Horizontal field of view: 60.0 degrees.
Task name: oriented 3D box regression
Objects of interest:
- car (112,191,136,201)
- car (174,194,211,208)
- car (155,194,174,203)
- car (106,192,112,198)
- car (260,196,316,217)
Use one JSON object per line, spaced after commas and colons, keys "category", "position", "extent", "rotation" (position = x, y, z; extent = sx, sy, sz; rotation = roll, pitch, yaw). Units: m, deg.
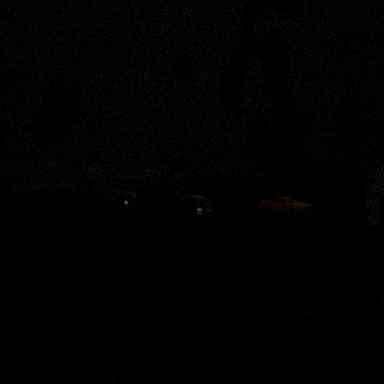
{"category": "car", "position": [-10.834, 0.627, 54.319], "extent": [1.837, 1.490, 4.892], "rotation": [1, 0, -35]}
{"category": "car", "position": [0.260, 0.979, 38.637], "extent": [1.812, 1.442, 4.674], "rotation": [1, 1, -36]}
{"category": "car", "position": [-3.630, 0.890, 49.145], "extent": [1.895, 1.301, 4.718], "rotation": [1, 1, -36]}
{"category": "car", "position": [-14.980, 0.499, 65.045], "extent": [2.033, 1.411, 5.357], "rotation": [1, 1, -35]}
{"category": "car", "position": [7.931, 1.164, 27.869], "extent": [1.882, 1.535, 5.008], "rotation": [1, 1, -36]}
